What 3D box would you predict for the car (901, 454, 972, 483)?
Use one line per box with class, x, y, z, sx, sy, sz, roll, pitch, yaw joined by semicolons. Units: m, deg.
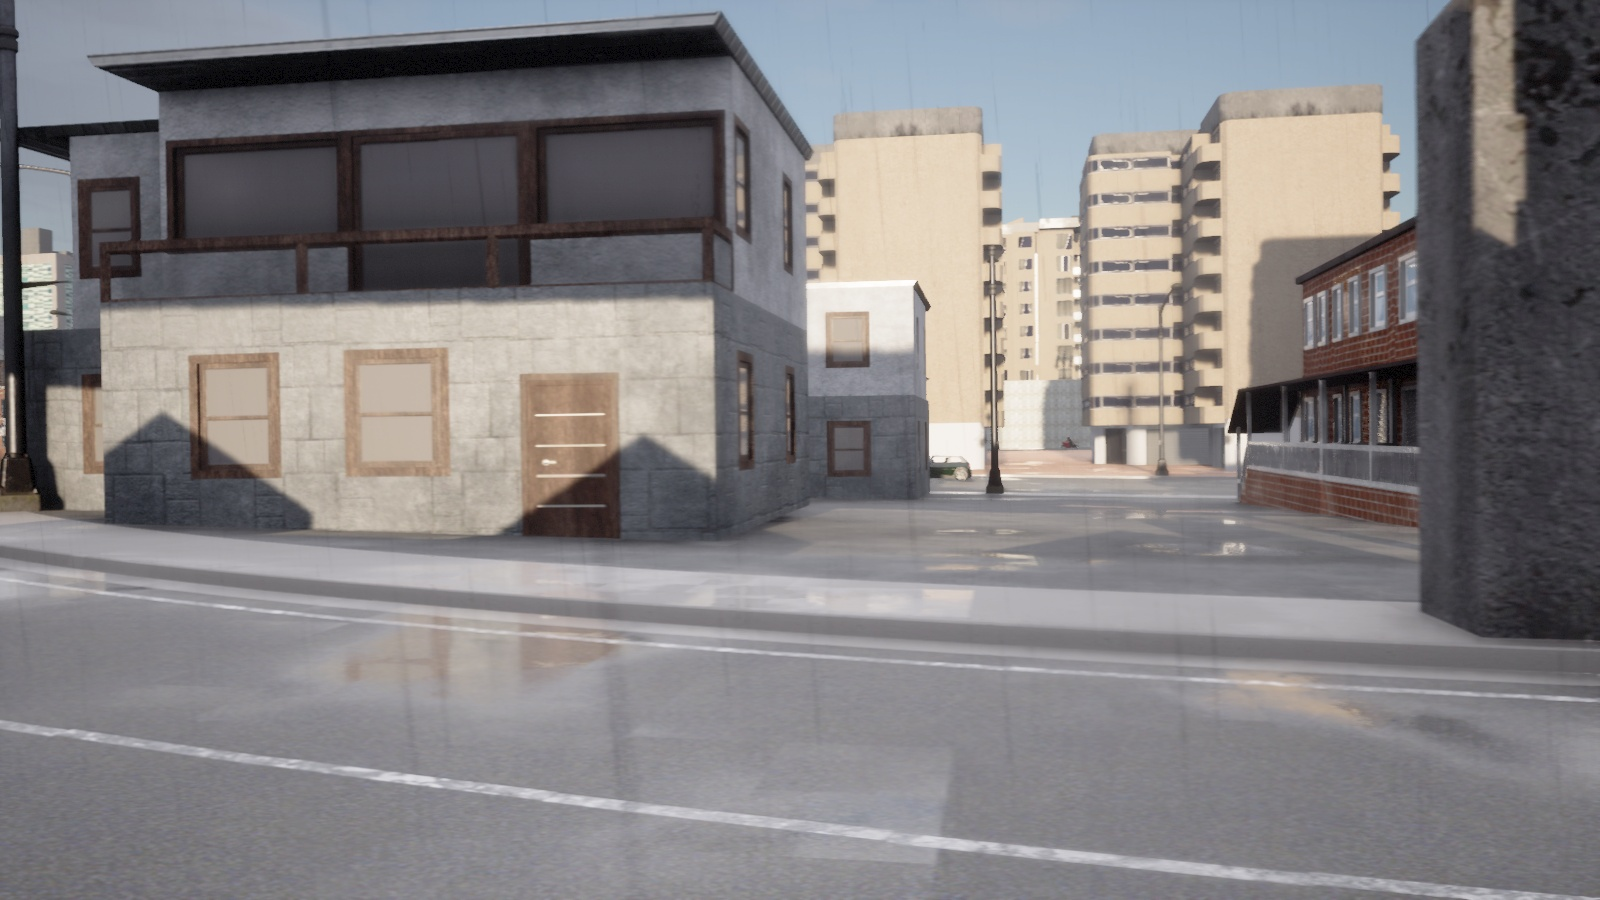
car;7.557;0.994;69.439;3.806;1.475;1.970;1;1;9
